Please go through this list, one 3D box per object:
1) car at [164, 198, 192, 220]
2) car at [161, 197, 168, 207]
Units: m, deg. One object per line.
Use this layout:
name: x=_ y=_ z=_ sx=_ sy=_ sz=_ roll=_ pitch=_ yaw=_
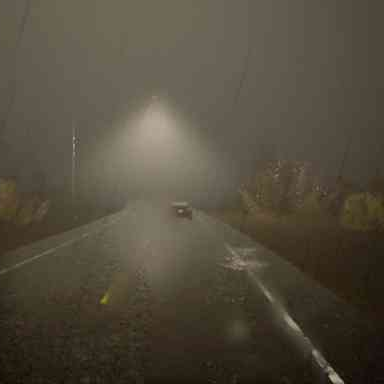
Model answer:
car: x=-1.082 y=1.579 z=28.721 sx=2.163 sy=1.488 sz=4.792 roll=0 pitch=0 yaw=-4
car: x=-4.162 y=1.664 z=55.710 sx=1.882 sy=1.535 sz=5.008 roll=0 pitch=-1 yaw=-8
